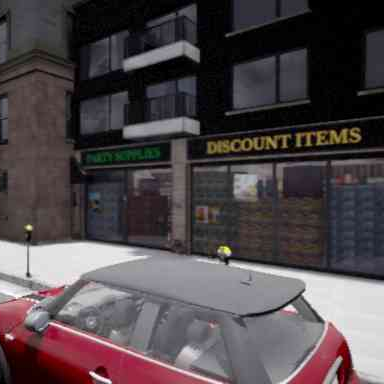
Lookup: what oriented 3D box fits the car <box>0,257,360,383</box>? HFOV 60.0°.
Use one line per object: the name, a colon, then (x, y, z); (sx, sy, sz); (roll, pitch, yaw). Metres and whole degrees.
car: (-0.582, 1.437, 3.492); (4.097, 1.590, 1.967); (0, 0, 35)
